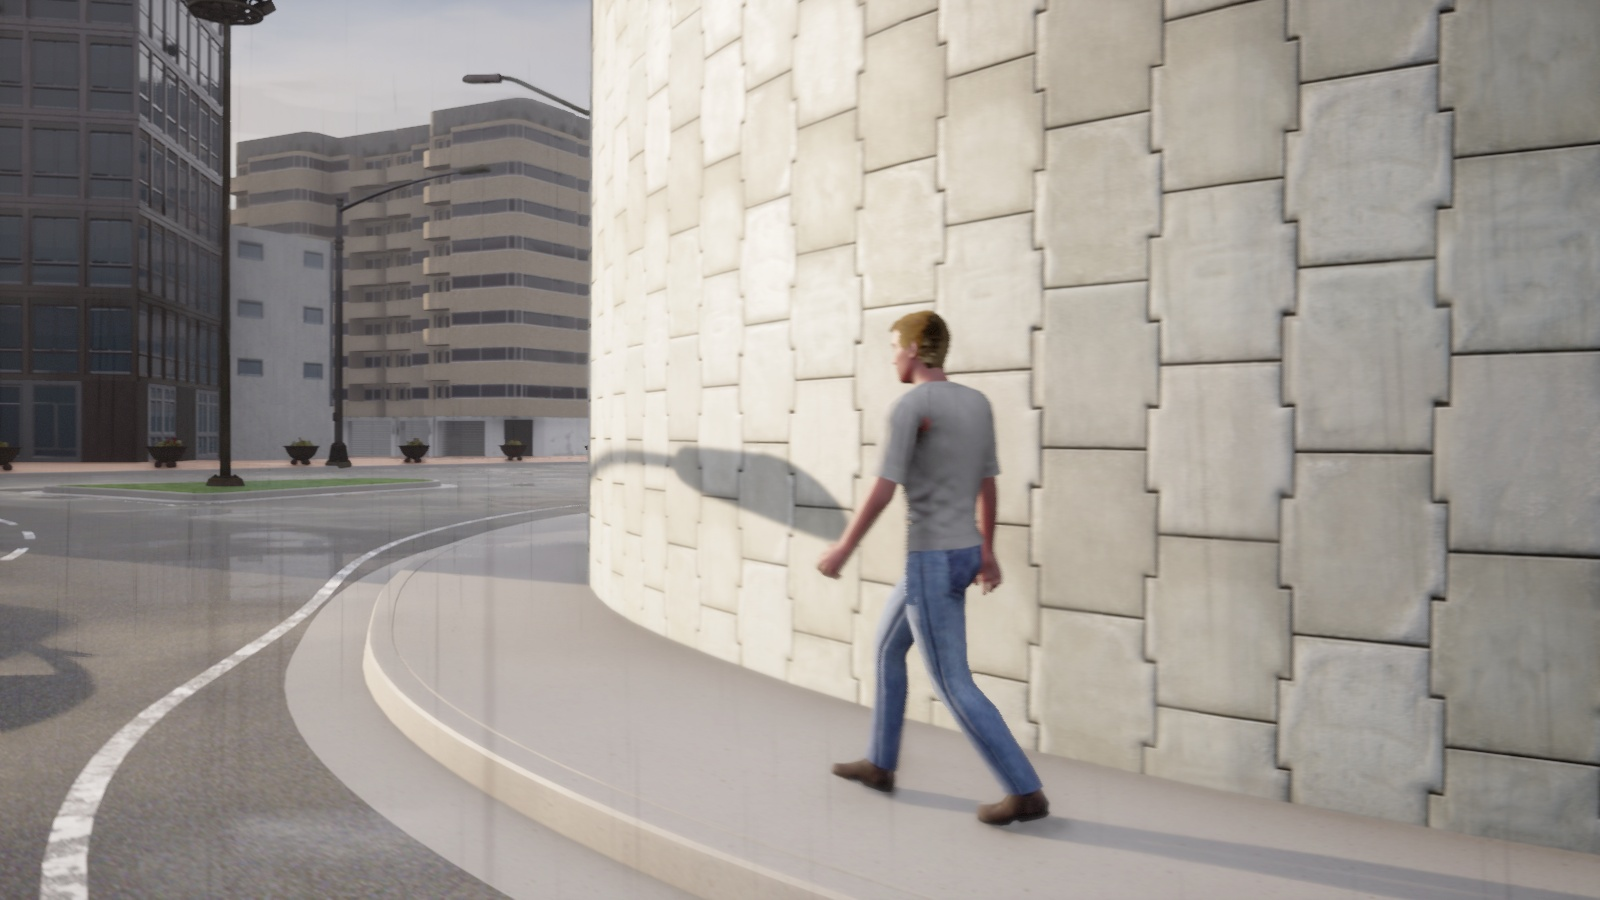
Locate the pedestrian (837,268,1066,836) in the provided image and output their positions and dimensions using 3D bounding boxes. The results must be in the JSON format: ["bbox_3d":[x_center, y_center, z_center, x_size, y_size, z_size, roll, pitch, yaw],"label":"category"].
[{"bbox_3d":[0.526,0.329,4.413,0.706,1.836,0.354,0,1,39],"label":"pedestrian"}]
